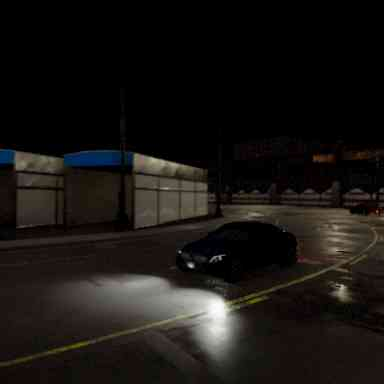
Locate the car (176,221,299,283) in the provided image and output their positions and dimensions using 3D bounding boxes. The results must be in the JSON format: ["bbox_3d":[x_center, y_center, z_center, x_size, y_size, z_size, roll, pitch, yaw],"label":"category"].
[{"bbox_3d":[1.609,1.648,10.256,1.812,1.442,4.674,0,-1,45],"label":"car"}]

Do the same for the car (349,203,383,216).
[{"bbox_3d":[21.076,2.078,40.560,1.882,1.535,5.008,1,0,-3],"label":"car"}]
